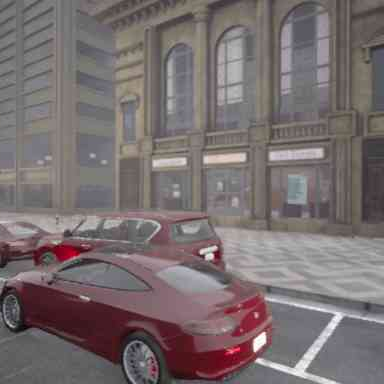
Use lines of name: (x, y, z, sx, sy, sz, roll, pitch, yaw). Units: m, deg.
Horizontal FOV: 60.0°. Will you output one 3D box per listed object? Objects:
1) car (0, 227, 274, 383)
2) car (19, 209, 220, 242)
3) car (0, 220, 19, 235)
car: (-1.099, 1.537, 5.150, 4.674, 1.442, 1.812, 0, 0, 36)
car: (-1.612, 1.332, 7.805, 5.009, 1.841, 2.192, 0, 0, 36)
car: (-6.165, 1.601, 11.070, 4.206, 1.307, 1.802, 0, 0, 36)
